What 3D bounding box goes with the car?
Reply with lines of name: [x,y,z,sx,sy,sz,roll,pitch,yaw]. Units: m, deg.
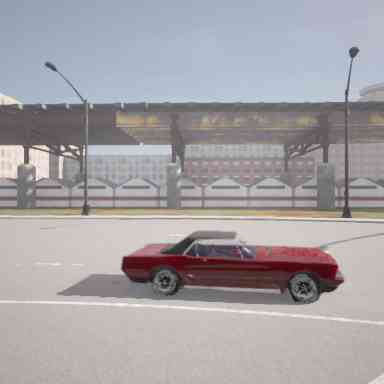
car: [0.895,1.601,7.782,4.718,1.301,1.895,0,0,9]
